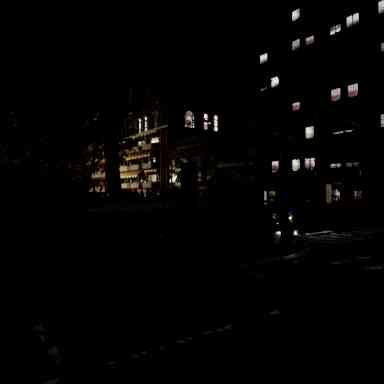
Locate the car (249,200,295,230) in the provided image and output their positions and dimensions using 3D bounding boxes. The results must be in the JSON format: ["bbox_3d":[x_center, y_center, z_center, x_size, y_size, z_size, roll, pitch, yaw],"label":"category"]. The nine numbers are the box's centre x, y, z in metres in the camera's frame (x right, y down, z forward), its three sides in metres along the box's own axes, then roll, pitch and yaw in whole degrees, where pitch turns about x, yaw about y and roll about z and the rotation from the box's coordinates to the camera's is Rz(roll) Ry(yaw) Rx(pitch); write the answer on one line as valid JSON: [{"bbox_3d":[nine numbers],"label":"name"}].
[{"bbox_3d":[4.918,1.605,23.421,2.097,1.767,4.553,0,-1,-36],"label":"car"}]

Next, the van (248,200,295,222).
[{"bbox_3d":[7.136,1.643,30.187,1.690,1.788,3.998,-1,0,-36],"label":"van"}]
